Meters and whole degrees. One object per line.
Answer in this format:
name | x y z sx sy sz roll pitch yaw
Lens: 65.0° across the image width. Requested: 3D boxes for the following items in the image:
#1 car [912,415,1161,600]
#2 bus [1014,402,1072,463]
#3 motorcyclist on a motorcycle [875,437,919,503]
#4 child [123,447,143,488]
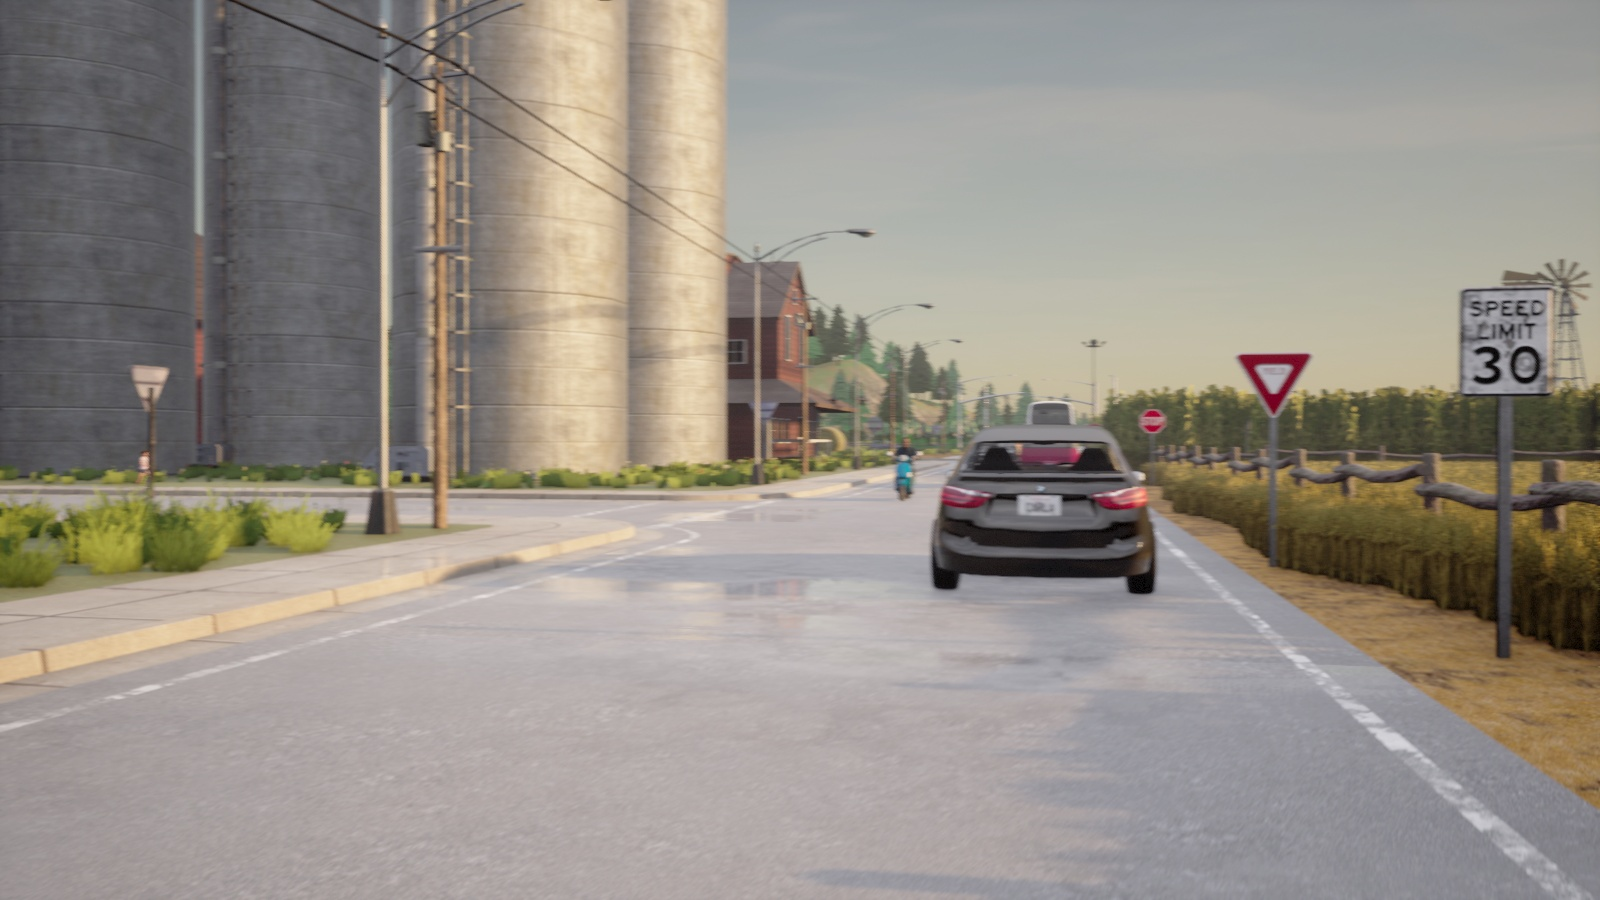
car | 2.595 0.498 13.800 2.242 1.667 4.611 0 0 11
bus | 17.784 -1.251 91.816 3.944 4.253 10.273 0 0 11
motorcyclist on a motorcycle | 2.430 0.479 31.268 0.866 1.590 1.817 0 1 11
child | -18.424 0.480 34.689 0.394 1.110 0.255 0 0 14
